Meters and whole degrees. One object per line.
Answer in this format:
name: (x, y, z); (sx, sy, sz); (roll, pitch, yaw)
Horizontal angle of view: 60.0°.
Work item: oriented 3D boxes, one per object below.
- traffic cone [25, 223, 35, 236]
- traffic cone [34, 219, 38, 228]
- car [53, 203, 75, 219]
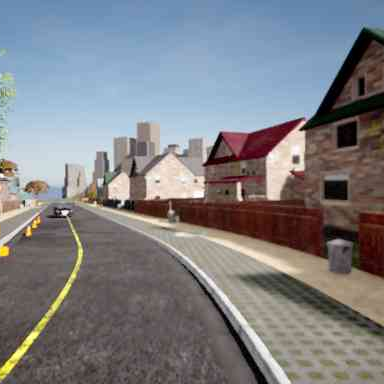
traffic cone: (-9.308, 2.176, 18.987); (0.340, 0.580, 0.340); (-1, 0, -22)
traffic cone: (-11.165, 2.245, 23.630); (0.340, 0.580, 0.340); (-1, 0, -22)
car: (-13.445, 1.909, 34.817); (2.128, 1.511, 4.902); (-1, -1, -24)
